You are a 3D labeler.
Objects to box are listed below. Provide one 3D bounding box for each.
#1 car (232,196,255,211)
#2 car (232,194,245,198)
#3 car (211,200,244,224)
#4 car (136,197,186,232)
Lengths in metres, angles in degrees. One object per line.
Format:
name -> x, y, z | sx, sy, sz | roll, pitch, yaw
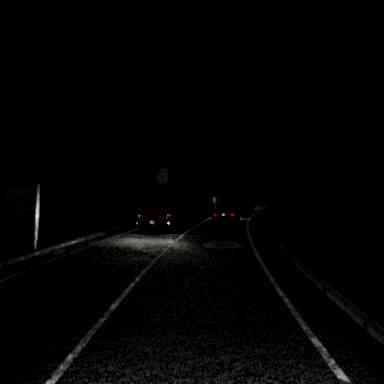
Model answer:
car -> 6.905, 1.583, 42.251 | 2.128, 1.511, 4.902 | -2, -1, 16
car -> 8.717, 1.433, 61.178 | 2.150, 2.045, 5.566 | -2, -1, 17
car -> 2.600, 1.621, 25.095 | 2.033, 1.411, 5.357 | -1, 0, 11
car -> -1.823, 1.334, 21.210 | 2.150, 2.045, 5.566 | -1, 0, 9
